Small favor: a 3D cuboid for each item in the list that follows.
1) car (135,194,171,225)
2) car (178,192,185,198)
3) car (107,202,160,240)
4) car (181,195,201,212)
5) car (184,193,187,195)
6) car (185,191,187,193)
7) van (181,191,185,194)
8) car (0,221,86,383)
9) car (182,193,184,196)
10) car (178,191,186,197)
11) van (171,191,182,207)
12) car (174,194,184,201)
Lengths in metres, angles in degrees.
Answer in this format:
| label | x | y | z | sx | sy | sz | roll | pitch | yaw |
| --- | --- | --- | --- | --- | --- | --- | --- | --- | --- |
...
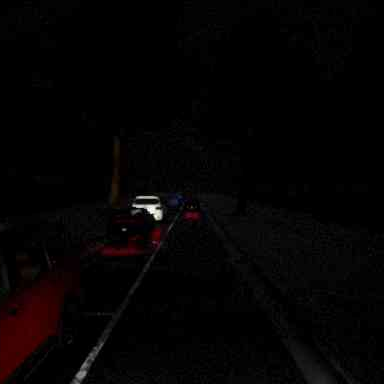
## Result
| label | x | y | z | sx | sy | sz | roll | pitch | yaw |
| --- | --- | --- | --- | --- | --- | --- | --- | --- | --- |
| car | -2.996 | 1.248 | 24.363 | 2.150 | 2.045 | 5.566 | 0 | 0 | 0 |
| car | -2.679 | 0.769 | 86.516 | 1.802 | 1.307 | 4.206 | 1 | 1 | 0 |
| car | -3.025 | 1.513 | 17.333 | 1.882 | 1.535 | 5.008 | 0 | 0 | 0 |
| car | 0.026 | 1.446 | 38.943 | 1.837 | 1.490 | 4.892 | 0 | 0 | 1 |
| car | -0.001 | 1.292 | 53.081 | 1.837 | 1.490 | 4.892 | 0 | 1 | 1 |
| car | -2.674 | 0.850 | 80.977 | 1.947 | 1.339 | 4.313 | 1 | 1 | 0 |
| van | -2.661 | 1.041 | 58.815 | 1.690 | 1.788 | 3.998 | 1 | 1 | 0 |
| car | -2.650 | 1.335 | 3.364 | 2.192 | 1.841 | 5.009 | -1 | 0 | 0 |
| car | -2.662 | 1.335 | 53.273 | 2.008 | 1.369 | 4.403 | 1 | 1 | 0 |
| car | -2.681 | 0.536 | 92.052 | 1.967 | 1.590 | 4.097 | 1 | 1 | 0 |
| van | -2.659 | 1.198 | 47.725 | 1.690 | 1.788 | 3.998 | 0 | 1 | 0 |
| car | -2.666 | 1.077 | 69.902 | 1.802 | 1.307 | 4.206 | 1 | 1 | 0 |
